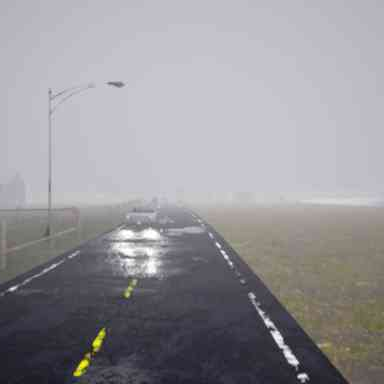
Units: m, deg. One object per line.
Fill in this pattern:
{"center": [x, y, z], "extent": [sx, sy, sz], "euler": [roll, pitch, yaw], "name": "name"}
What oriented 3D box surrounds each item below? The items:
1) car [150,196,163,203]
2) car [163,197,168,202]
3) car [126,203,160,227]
{"center": [-7.104, 1.780, 64.411], "extent": [1.837, 1.490, 4.892], "euler": [0, 0, -7], "name": "car"}
{"center": [-7.185, 1.854, 83.667], "extent": [1.895, 1.301, 4.718], "euler": [0, 0, -10], "name": "car"}
{"center": [-3.491, 1.682, 23.583], "extent": [1.895, 1.301, 4.718], "euler": [0, 0, -3], "name": "car"}
